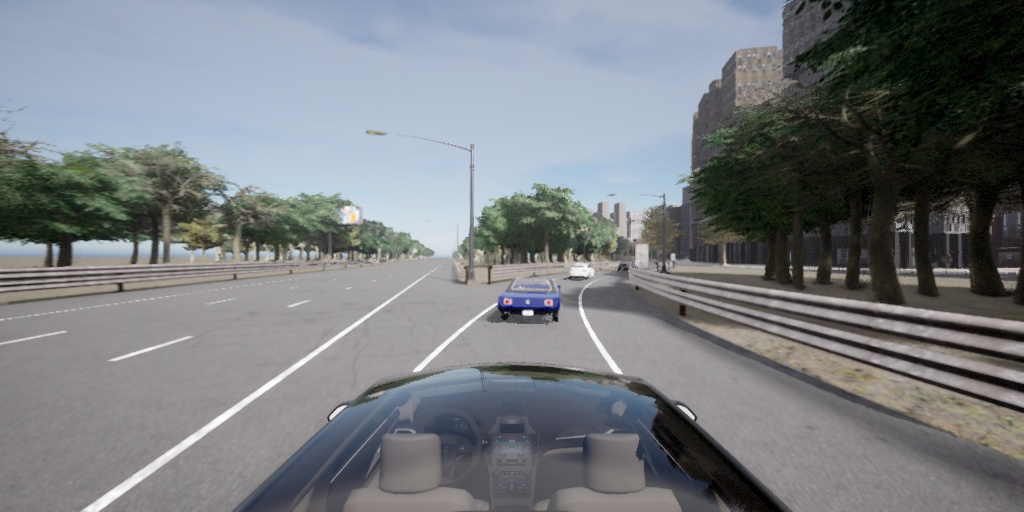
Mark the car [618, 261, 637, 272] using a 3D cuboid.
[{"bbox_3d":[16.837,1.534,52.160,1.837,1.490,4.892,0,0,34],"label":"car"}]

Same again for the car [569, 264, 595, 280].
[{"bbox_3d":[6.611,1.436,33.862,1.812,1.442,4.674,0,0,22],"label":"car"}]

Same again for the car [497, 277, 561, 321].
[{"bbox_3d":[0.791,1.398,12.756,1.895,1.301,4.718,0,0,8],"label":"car"}]
